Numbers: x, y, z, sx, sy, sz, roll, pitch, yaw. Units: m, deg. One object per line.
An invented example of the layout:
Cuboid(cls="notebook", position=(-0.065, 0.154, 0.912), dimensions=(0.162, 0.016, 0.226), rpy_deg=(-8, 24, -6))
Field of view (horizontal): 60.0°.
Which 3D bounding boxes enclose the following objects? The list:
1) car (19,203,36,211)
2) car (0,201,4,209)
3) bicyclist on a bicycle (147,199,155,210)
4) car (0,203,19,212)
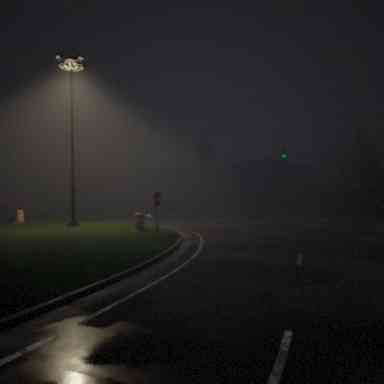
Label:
Cuboid(cls="car", position=(-28.659, 2.478, 56.400), dimensions=(4.718, 1.301, 1.895), rpy_deg=(-1, -1, 34))
Cuboid(cls="car", position=(-37.053, 2.437, 61.916), dimensions=(4.181, 1.385, 1.994), rpy_deg=(-1, 0, 34))
Cuboid(cls="bicyclist on a bicycle", position=(-5.632, 1.732, 45.914), dimensions=(0.582, 1.620, 1.656), rpy_deg=(-1, 0, 34))
Cuboid(cls="car", position=(-30.644, 2.435, 53.518), dimensions=(5.357, 1.411, 2.033), rpy_deg=(-1, -1, 34))
